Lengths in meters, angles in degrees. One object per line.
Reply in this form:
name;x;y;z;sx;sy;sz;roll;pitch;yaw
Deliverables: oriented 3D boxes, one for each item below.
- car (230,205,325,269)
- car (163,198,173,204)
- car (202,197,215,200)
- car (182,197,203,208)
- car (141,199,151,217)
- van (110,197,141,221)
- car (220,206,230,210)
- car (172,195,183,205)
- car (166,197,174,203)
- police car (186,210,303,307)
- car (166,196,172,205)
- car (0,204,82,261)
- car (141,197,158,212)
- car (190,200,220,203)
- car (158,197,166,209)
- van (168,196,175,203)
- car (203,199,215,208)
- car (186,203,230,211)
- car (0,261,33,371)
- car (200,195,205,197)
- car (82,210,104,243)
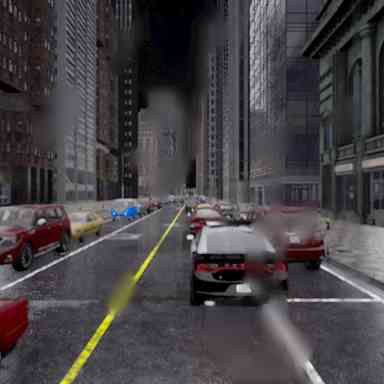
car;2.773;1.381;11.297;2.192;1.841;5.009;0;0;0
car;-5.663;2.052;78.987;2.008;1.369;4.403;0;0;0
car;2.817;1.719;45.138;1.967;1.590;4.097;0;0;0
car;0.083;1.771;45.307;2.128;1.511;4.902;0;0;1
car;-5.722;1.756;33.861;2.008;1.369;4.403;0;0;0
van;-5.730;1.510;28.223;1.690;1.788;3.998;0;0;0
car;2.781;1.651;16.936;2.008;1.369;4.403;0;0;0
car;-2.916;1.684;73.185;2.150;2.045;5.566;0;0;0
car;-5.656;2.062;84.457;1.752;1.417;4.829;0;0;0
police car;0.897;1.474;8.317;1.930;1.638;5.238;0;0;0
car;-5.678;1.993;67.705;1.947;1.339;4.313;0;0;0
car;-5.752;1.381;11.301;2.192;1.841;5.009;0;0;0
car;-5.715;1.557;39.504;2.192;1.841;5.009;0;0;0
car;0.931;1.601;24.396;1.801;1.575;5.366;0;0;0
car;-5.701;1.631;50.785;2.192;1.841;5.009;0;0;0
van;-5.649;1.916;90.269;1.690;1.788;3.998;0;0;0
car;2.833;1.919;56.418;1.947;1.339;4.313;0;0;0
car;0.802;1.586;18.179;1.882;1.535;5.008;0;0;-2
car;-3.097;1.614;2.192;1.895;1.301;4.718;0;0;0
car;2.855;2.009;73.340;1.887;1.381;4.507;0;0;0
car;-5.744;1.624;16.770;1.752;1.417;4.829;0;0;0
